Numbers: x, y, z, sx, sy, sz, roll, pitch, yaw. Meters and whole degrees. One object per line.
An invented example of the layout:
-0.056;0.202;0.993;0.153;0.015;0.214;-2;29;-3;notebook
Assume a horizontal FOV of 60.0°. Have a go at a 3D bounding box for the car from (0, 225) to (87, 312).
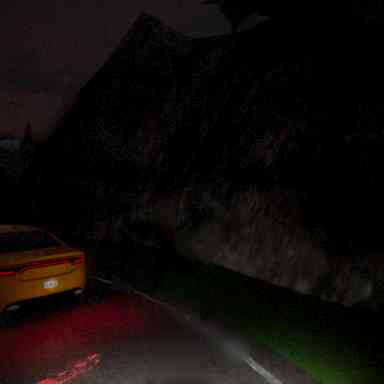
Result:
-4.347;1.478;7.518;5.008;1.535;1.882;0;0;42;car
